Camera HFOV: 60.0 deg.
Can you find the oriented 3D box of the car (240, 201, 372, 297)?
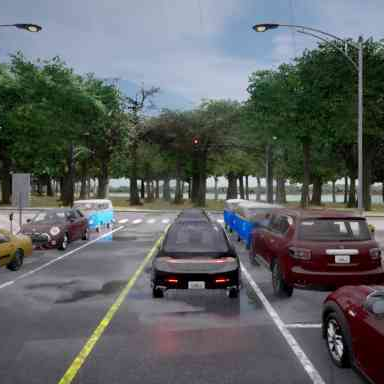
[{"bbox_3d":[2.759,1.315,8.488,2.192,1.841,5.009,0,0,0],"label":"car"}]

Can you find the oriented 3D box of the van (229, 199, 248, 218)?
[{"bbox_3d":[2.758,1.342,13.926,1.690,1.788,3.998,0,0,0],"label":"van"}]

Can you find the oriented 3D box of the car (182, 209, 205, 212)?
[{"bbox_3d":[0.053,1.566,17.438,1.994,1.385,4.181,0,0,1],"label":"car"}]

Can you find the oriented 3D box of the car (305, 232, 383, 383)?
[{"bbox_3d":[2.760,1.440,3.051,1.967,1.590,4.097,0,0,0],"label":"car"}]

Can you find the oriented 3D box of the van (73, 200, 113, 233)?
[{"bbox_3d":[-5.769,1.343,19.362,1.690,1.788,3.998,0,0,0],"label":"van"}]

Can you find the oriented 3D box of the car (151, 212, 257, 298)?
[{"bbox_3d":[0.088,1.492,8.520,2.128,1.511,4.902,0,0,0],"label":"car"}]

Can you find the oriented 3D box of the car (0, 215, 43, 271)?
[{"bbox_3d":[-5.766,1.526,8.317,1.752,1.417,4.829,0,0,0],"label":"car"}]

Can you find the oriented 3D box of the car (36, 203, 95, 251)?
[{"bbox_3d":[-5.767,1.441,13.924,1.967,1.590,4.097,0,0,0],"label":"car"}]

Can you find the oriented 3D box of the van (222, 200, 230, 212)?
[{"bbox_3d":[2.757,1.343,19.363,1.690,1.788,3.998,0,0,0],"label":"van"}]
